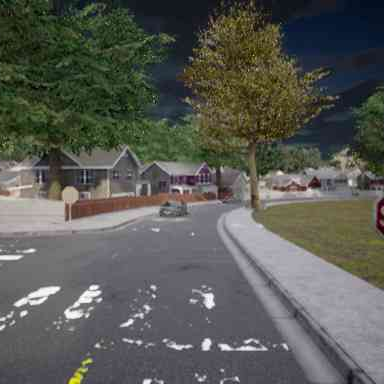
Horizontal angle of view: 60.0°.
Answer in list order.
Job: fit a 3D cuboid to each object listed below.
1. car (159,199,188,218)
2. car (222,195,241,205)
[{"bbox_3d":[-1.563,1.435,29.111,1.837,1.490,4.892,-1,1,9],"label":"car"},{"bbox_3d":[6.355,1.246,53.440,1.837,1.490,4.892,0,1,27],"label":"car"}]
